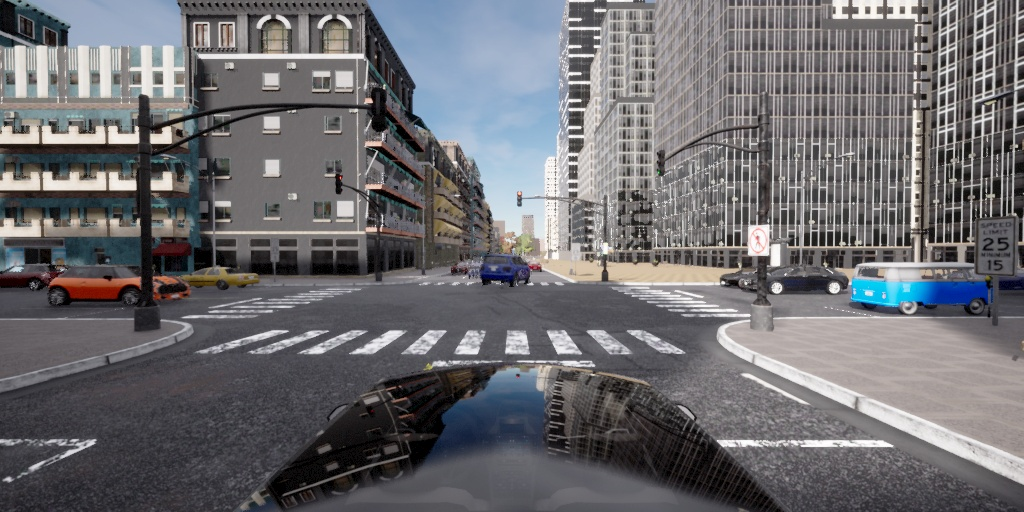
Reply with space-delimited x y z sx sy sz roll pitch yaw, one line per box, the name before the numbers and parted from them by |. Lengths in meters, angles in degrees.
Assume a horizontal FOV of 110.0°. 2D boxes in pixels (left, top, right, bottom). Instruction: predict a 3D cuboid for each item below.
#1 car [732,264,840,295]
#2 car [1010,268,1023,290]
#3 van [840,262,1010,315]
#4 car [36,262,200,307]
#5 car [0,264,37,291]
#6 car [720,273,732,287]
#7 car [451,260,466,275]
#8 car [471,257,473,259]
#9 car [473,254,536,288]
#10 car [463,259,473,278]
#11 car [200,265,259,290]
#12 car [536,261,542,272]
car | 14.639 1.193 18.713 4.892 1.490 1.837 0 1 0
car | 24.711 1.195 18.700 4.674 1.442 1.812 0 1 0
van | 14.719 1.116 12.935 3.998 1.789 1.690 0 0 0
car | -16.848 1.158 15.548 4.553 1.767 2.097 0 1 0
car | -28.727 1.188 21.365 4.097 1.591 1.967 0 0 0
car | 14.730 1.214 21.315 4.313 1.339 1.948 0 0 0
car | -5.587 1.287 39.402 1.888 1.381 4.507 0 0 0
car | -5.571 1.181 45.051 1.967 1.591 4.097 0 0 0
car | -0.336 0.947 24.032 2.150 2.045 5.566 2 -1 17
car | -3.011 1.290 33.951 2.033 1.411 5.357 0 0 0
car | -17.829 1.245 21.353 4.829 1.417 1.751 0 0 0
car | 2.776 1.286 45.085 1.888 1.381 4.507 0 0 0
